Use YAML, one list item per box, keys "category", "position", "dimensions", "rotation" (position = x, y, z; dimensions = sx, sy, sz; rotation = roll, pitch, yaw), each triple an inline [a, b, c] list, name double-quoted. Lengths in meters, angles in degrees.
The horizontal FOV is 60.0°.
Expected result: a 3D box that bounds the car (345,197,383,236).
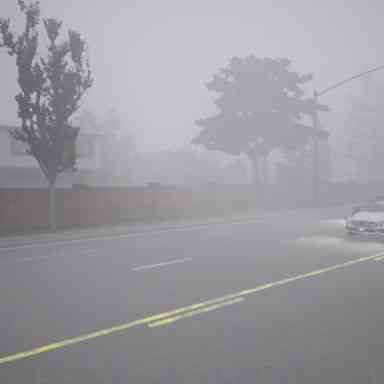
- category: "car"
  position: [8.528, 1.104, 14.326]
  dimensions: [4.674, 1.442, 1.812]
  rotation: [-2, 1, -35]
